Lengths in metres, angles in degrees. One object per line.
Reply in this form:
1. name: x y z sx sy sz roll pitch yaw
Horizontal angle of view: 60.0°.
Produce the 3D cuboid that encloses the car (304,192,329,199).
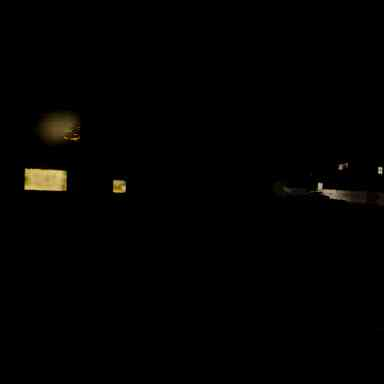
1. car: 14.675 0.660 40.184 2.033 1.411 5.357 1 2 -3
